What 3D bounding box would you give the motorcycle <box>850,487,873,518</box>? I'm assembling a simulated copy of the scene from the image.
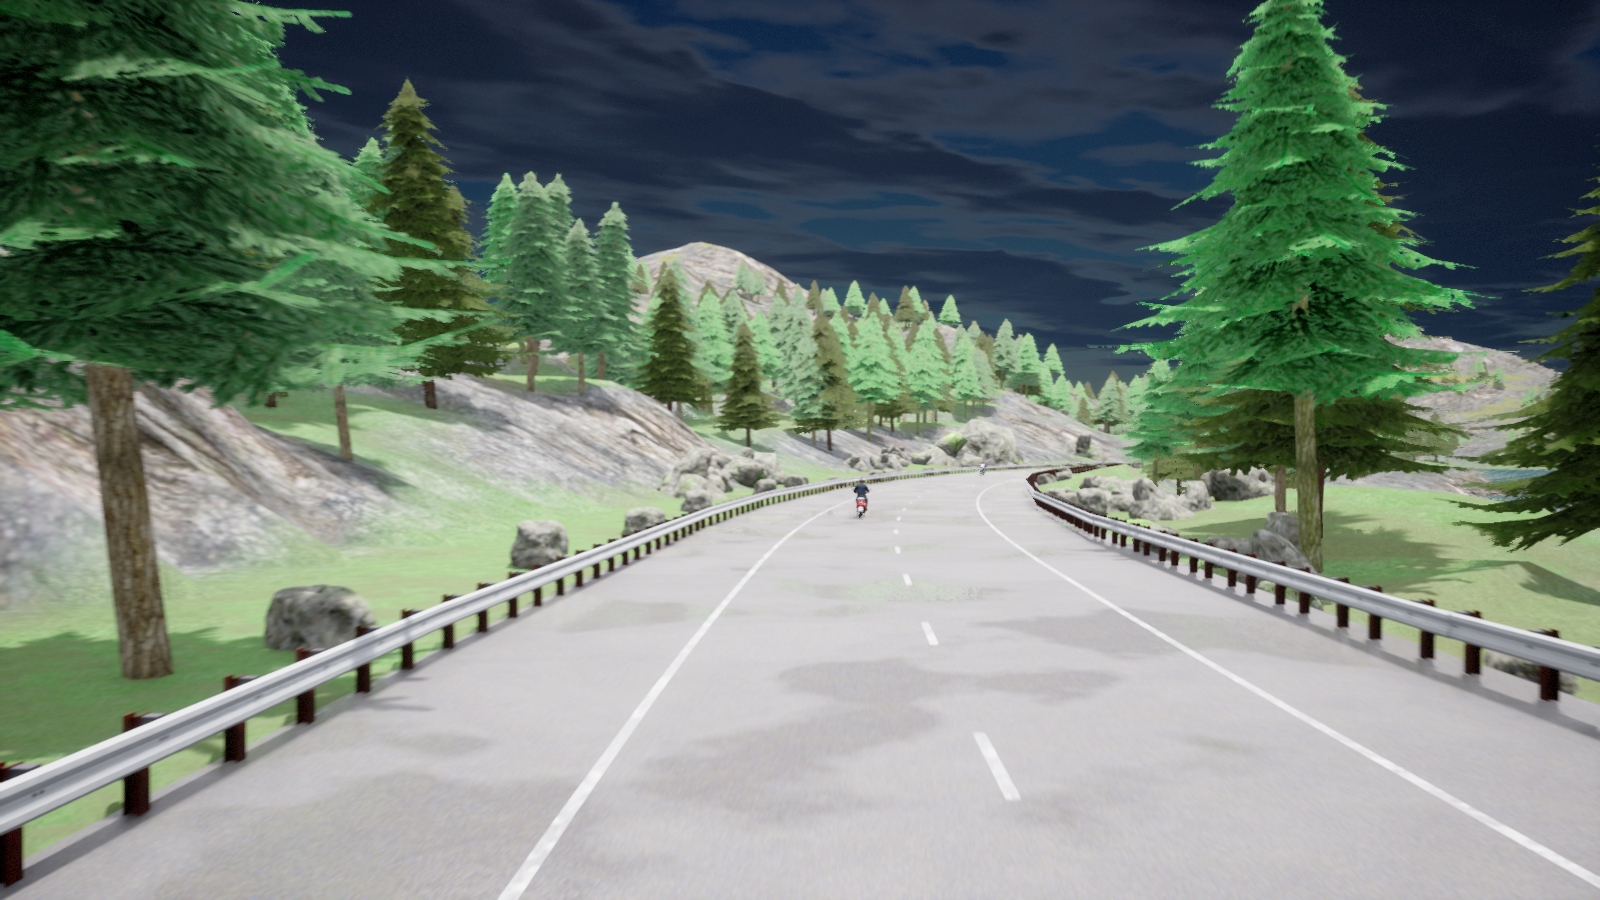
[{"bbox_3d":[2.566,2.183,47.684,0.856,1.236,1.805,0,0,6],"label":"motorcycle"}]
